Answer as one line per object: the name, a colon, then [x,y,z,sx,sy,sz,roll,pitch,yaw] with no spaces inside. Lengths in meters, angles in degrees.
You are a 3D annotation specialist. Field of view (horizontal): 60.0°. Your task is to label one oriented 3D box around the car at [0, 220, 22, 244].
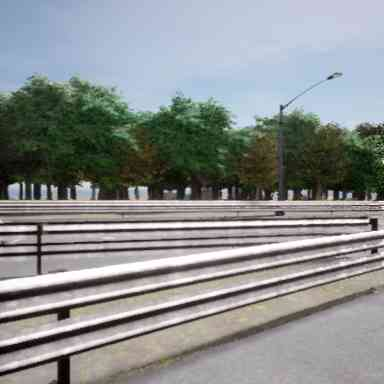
car: [-8.611,1.328,11.920,4.674,1.442,1.812,1,0,-18]
